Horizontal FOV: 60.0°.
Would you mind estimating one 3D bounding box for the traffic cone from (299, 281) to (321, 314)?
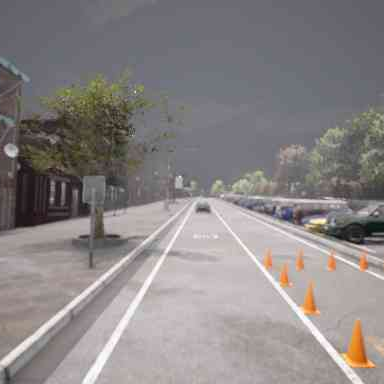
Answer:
[{"bbox_3d":[2.341,2.060,6.605,0.340,0.580,0.340,1,0,1],"label":"traffic cone"}]

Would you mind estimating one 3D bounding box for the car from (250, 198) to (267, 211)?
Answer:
[{"bbox_3d":[10.348,1.988,42.371,4.892,1.521,2.231,1,0,1],"label":"car"}]

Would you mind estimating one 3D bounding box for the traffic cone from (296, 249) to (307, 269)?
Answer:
[{"bbox_3d":[3.441,2.114,10.578,0.340,0.580,0.340,1,0,1],"label":"traffic cone"}]

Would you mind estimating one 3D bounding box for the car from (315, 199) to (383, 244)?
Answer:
[{"bbox_3d":[9.712,1.576,17.145,5.566,2.045,2.435,1,0,1],"label":"car"}]

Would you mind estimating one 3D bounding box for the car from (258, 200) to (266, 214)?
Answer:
[{"bbox_3d":[10.235,2.000,36.761,4.792,1.488,2.163,1,0,1],"label":"car"}]

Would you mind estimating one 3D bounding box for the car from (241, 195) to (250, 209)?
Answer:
[{"bbox_3d":[10.455,1.741,47.979,5.566,2.045,2.435,1,0,1],"label":"car"}]

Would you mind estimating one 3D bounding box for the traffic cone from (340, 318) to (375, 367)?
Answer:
[{"bbox_3d":[2.290,2.045,4.606,0.340,0.580,0.340,1,0,1],"label":"traffic cone"}]

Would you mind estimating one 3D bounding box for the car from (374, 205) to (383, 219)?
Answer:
[{"bbox_3d":[23.265,2.288,37.119,4.792,1.488,2.163,1,0,1],"label":"car"}]

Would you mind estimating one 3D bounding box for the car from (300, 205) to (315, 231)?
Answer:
[{"bbox_3d":[9.617,1.843,19.950,5.366,1.575,1.946,1,0,1],"label":"car"}]

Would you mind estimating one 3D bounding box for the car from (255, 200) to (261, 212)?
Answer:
[{"bbox_3d":[10.271,2.020,39.569,4.674,1.452,2.002,1,0,1],"label":"car"}]

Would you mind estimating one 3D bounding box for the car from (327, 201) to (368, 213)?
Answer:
[{"bbox_3d":[23.817,2.279,50.996,5.366,1.575,1.946,1,0,1],"label":"car"}]

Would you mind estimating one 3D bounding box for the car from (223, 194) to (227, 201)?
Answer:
[{"bbox_3d":[11.398,2.020,87.214,4.792,1.488,2.163,1,0,1],"label":"car"}]

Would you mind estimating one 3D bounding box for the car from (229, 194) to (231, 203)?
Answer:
[{"bbox_3d":[10.929,1.740,67.597,5.566,2.045,2.435,1,0,1],"label":"car"}]

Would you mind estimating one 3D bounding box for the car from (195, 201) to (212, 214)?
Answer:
[{"bbox_3d":[1.346,1.820,40.686,2.033,1.411,5.357,1,0,1],"label":"car"}]

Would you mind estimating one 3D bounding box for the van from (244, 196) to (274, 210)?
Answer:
[{"bbox_3d":[10.735,1.770,53.581,4.442,1.987,1.878,1,0,1],"label":"van"}]

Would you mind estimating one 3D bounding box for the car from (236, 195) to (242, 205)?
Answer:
[{"bbox_3d":[10.783,1.868,59.188,4.553,1.767,2.185,1,0,1],"label":"car"}]

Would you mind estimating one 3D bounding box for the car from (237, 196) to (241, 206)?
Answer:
[{"bbox_3d":[10.675,1.994,56.387,4.892,1.521,2.231,1,0,1],"label":"car"}]

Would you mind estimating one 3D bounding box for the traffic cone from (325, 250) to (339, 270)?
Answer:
[{"bbox_3d":[4.439,2.135,10.553,0.340,0.580,0.340,1,0,2],"label":"traffic cone"}]

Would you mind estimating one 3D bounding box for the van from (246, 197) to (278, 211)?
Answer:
[{"bbox_3d":[10.667,1.770,50.779,4.442,1.987,1.878,1,0,1],"label":"van"}]

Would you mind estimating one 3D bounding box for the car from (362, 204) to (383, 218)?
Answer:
[{"bbox_3d":[23.391,2.297,39.900,4.792,1.488,2.163,1,0,1],"label":"car"}]

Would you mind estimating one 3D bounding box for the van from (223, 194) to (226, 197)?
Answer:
[{"bbox_3d":[11.383,1.762,90.019,4.442,1.987,1.878,1,0,1],"label":"van"}]

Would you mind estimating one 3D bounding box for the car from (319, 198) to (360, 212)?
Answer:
[{"bbox_3d":[23.732,2.027,53.775,5.566,2.045,2.435,1,0,1],"label":"car"}]

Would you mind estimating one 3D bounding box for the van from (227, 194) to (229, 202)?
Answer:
[{"bbox_3d":[11.112,1.763,78.809,4.442,1.987,1.878,1,0,1],"label":"van"}]

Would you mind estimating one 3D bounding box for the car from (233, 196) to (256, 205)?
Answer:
[{"bbox_3d":[10.992,1.865,70.400,4.553,1.767,2.185,1,0,1],"label":"car"}]

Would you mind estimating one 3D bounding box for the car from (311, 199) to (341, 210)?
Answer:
[{"bbox_3d":[23.866,2.153,59.326,4.553,1.767,2.185,1,0,1],"label":"car"}]

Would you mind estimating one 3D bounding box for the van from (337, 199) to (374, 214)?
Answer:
[{"bbox_3d":[23.685,2.055,48.224,4.442,1.987,1.878,1,0,1],"label":"van"}]

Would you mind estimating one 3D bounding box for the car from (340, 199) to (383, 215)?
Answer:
[{"bbox_3d":[23.531,2.028,45.451,5.566,2.045,2.435,1,0,1],"label":"car"}]

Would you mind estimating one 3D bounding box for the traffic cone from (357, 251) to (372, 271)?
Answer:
[{"bbox_3d":[5.437,2.157,10.528,0.340,0.580,0.340,1,0,2],"label":"traffic cone"}]

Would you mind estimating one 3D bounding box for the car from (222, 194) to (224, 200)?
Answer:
[{"bbox_3d":[11.591,2.020,92.818,4.792,1.488,2.163,1,0,1],"label":"car"}]

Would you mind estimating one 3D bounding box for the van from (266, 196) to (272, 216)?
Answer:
[{"bbox_3d":[10.260,1.730,33.958,4.442,1.987,1.878,1,0,1],"label":"van"}]

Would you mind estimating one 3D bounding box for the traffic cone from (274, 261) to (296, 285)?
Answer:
[{"bbox_3d":[2.392,2.076,8.604,0.340,0.580,0.340,1,0,1],"label":"traffic cone"}]

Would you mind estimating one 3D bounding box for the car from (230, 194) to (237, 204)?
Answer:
[{"bbox_3d":[10.861,1.740,64.795,5.566,2.045,2.435,1,0,1],"label":"car"}]

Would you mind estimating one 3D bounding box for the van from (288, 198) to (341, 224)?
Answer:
[{"bbox_3d":[10.058,1.671,25.549,4.442,1.987,1.878,1,0,1],"label":"van"}]

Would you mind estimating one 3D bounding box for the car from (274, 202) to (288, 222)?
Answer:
[{"bbox_3d":[9.999,1.915,28.353,5.008,1.535,2.097,1,0,1],"label":"car"}]

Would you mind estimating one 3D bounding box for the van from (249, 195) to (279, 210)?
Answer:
[{"bbox_3d":[10.531,1.770,45.176,4.442,1.987,1.878,1,0,1],"label":"van"}]

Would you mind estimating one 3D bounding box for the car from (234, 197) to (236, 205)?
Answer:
[{"bbox_3d":[10.813,2.032,61.992,4.674,1.452,2.002,1,0,1],"label":"car"}]

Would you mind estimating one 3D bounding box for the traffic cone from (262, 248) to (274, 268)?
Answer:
[{"bbox_3d":[2.443,2.092,10.604,0.340,0.580,0.340,1,0,1],"label":"traffic cone"}]

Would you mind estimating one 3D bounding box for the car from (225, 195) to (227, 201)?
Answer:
[{"bbox_3d":[11.286,1.991,81.609,5.008,1.535,2.097,1,0,1],"label":"car"}]

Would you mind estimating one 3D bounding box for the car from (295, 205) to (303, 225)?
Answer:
[{"bbox_3d":[9.871,1.912,22.748,4.674,1.452,2.002,1,0,1],"label":"car"}]

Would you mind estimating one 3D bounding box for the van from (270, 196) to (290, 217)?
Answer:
[{"bbox_3d":[9.960,1.708,31.163,4.442,1.987,1.878,1,0,1],"label":"van"}]
